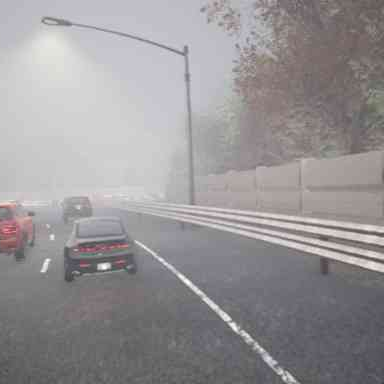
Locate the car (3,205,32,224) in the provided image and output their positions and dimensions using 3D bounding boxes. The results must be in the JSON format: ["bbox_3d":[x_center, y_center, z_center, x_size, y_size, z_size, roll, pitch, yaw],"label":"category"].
[{"bbox_3d":[-15.759,1.928,29.910,1.994,1.385,4.181,-3,1,-31],"label":"car"}]

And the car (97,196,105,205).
[{"bbox_3d":[-16.221,1.428,58.747,2.097,1.767,4.553,-2,1,6],"label":"car"}]

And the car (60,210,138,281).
[{"bbox_3d":[-2.885,1.520,10.200,1.837,1.490,4.892,-2,1,-19],"label":"car"}]

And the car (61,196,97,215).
[{"bbox_3d":[-9.648,1.342,27.812,2.150,2.045,5.566,-3,1,-22],"label":"car"}]

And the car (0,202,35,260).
[{"bbox_3d":[-7.416,1.405,12.750,2.150,2.045,5.566,-3,1,-20],"label":"car"}]
